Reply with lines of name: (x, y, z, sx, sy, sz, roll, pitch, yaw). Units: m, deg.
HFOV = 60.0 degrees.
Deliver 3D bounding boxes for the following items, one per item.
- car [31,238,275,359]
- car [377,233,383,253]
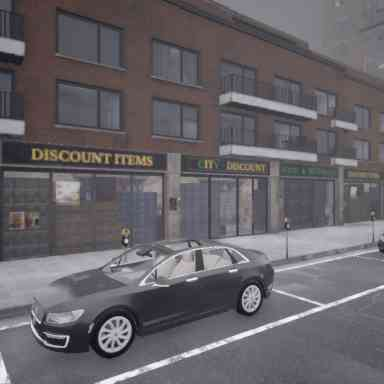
car: (-0.418, 1.551, 5.893, 4.403, 1.369, 2.008, 0, 0, -36)
car: (8.560, 1.582, 12.315, 4.206, 1.307, 1.802, 0, 0, -36)
